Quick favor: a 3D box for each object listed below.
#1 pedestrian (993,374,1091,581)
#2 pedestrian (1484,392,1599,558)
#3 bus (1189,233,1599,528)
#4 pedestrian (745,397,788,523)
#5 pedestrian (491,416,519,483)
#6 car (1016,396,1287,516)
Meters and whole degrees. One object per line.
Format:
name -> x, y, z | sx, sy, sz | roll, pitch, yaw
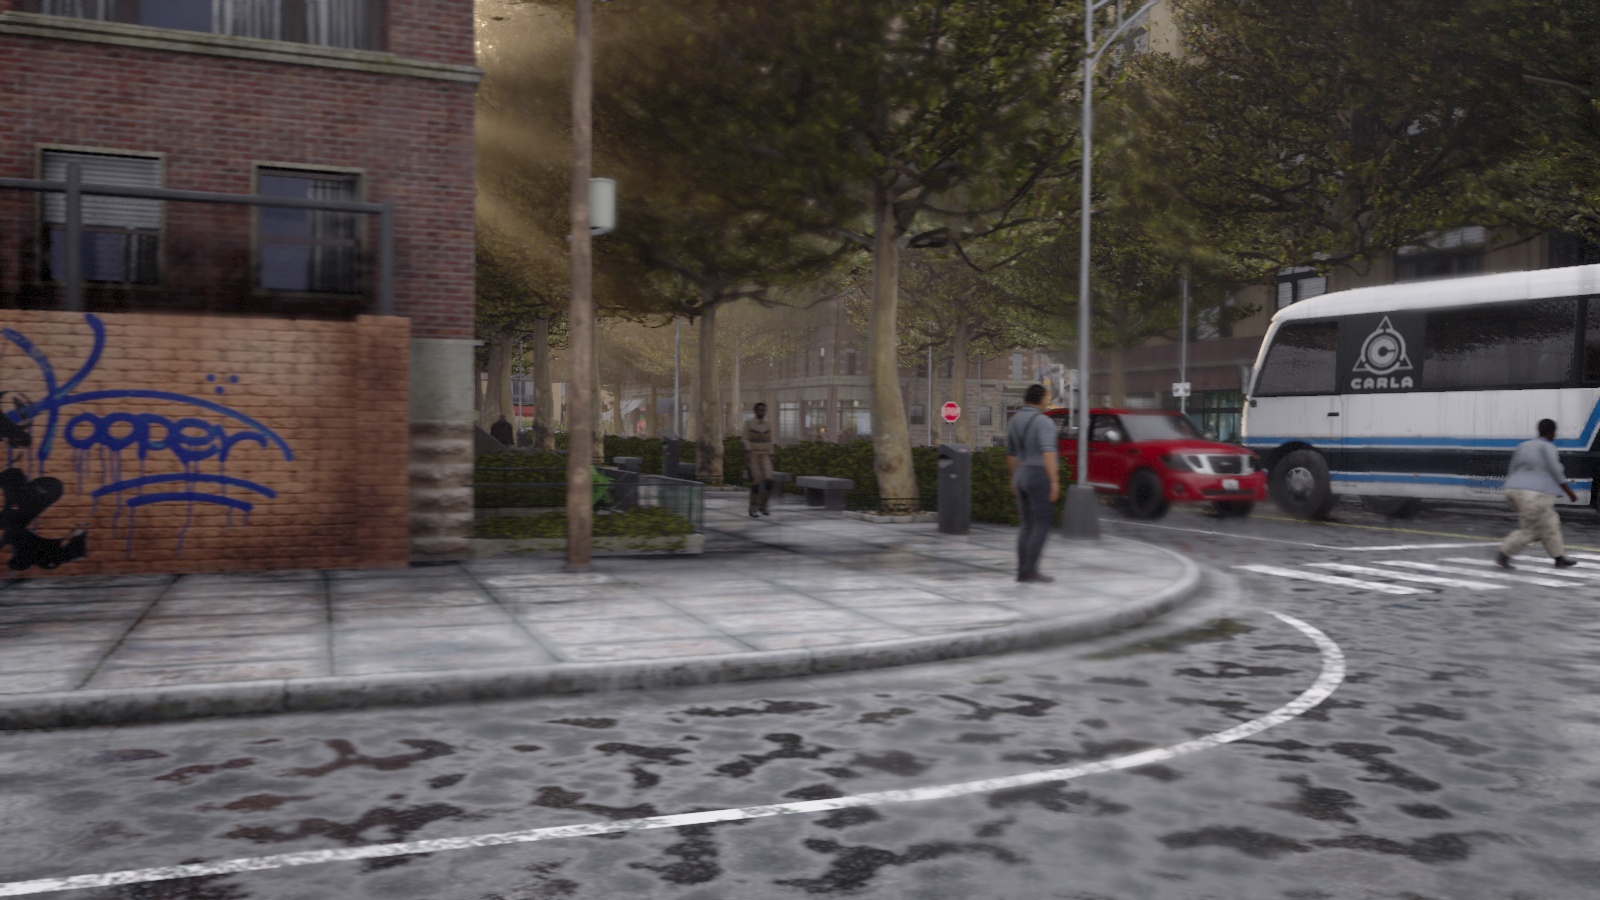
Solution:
pedestrian -> 2.239, 0.241, 11.622 | 0.694, 1.848, 0.540 | -1, 1, -30
pedestrian -> 8.623, 0.274, 14.563 | 0.900, 1.855, 0.874 | -1, 1, 1
bus -> 12.012, -1.052, 21.120 | 3.944, 4.253, 10.273 | -2, 1, -33
pedestrian -> -0.530, 0.142, 19.575 | 0.396, 1.930, 0.692 | -1, 1, -26
pedestrian -> -8.286, -0.029, 35.218 | 0.634, 1.844, 0.899 | -1, 1, -21
car -> 6.583, 0.050, 24.348 | 2.150, 2.045, 5.566 | -1, 1, -21
